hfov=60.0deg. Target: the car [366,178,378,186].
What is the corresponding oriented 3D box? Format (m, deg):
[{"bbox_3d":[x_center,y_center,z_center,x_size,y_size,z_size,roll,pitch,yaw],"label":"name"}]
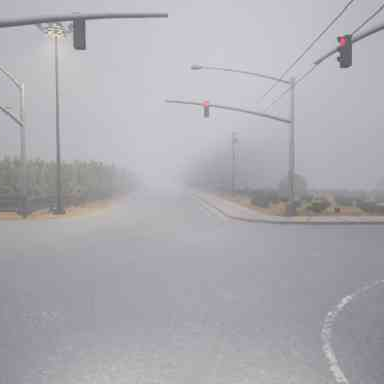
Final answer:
[{"bbox_3d":[42.115,-2.293,77.607,1.905,1.878,3.866,10,10,41],"label":"car"}]
